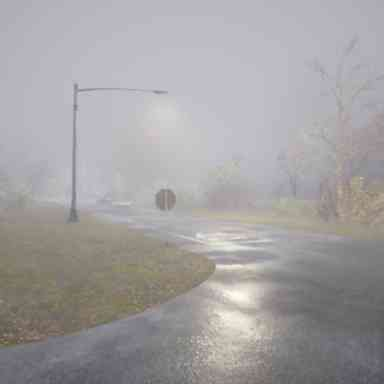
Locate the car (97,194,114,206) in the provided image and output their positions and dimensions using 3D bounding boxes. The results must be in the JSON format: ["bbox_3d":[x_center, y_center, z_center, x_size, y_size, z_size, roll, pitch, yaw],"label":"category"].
[{"bbox_3d":[-14.979,1.320,57.995,2.150,2.045,5.566,1,-1,-26],"label":"car"}]

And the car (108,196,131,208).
[{"bbox_3d":[-10.537,1.690,49.025,1.895,1.301,4.718,1,-1,-26],"label":"car"}]
